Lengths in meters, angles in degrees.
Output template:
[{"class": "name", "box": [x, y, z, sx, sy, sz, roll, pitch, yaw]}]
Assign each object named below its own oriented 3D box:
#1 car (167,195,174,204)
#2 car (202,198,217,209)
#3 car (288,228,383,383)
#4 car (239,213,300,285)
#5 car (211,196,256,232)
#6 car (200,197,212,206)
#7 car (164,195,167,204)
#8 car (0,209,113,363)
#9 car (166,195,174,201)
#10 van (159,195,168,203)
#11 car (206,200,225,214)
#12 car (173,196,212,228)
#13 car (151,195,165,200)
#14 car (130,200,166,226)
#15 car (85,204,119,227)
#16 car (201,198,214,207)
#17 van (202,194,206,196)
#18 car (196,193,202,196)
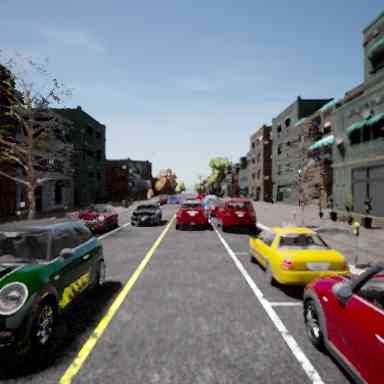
[{"class": "car", "box": [-3.267, 1.626, 64.066, 1.812, 1.442, 4.674, 0, 0, 0]}, {"class": "car", "box": [2.498, 1.614, 48.010, 1.887, 1.381, 4.507, -1, 0, 0]}, {"class": "car", "box": [2.678, 1.442, 3.623, 1.967, 1.590, 4.097, -1, 0, 0]}, {"class": "car", "box": [2.655, 1.536, 9.342, 1.752, 1.417, 4.829, -1, 0, 0]}, {"class": "car", "box": [2.608, 1.343, 20.268, 2.192, 1.841, 5.009, -1, 0, 0]}, {"class": "car", "box": [2.453, 1.668, 59.106, 1.802, 1.307, 4.206, -1, 0, 0]}, {"class": "car", "box": [-5.952, 1.423, 64.619, 2.192, 1.841, 5.009, -1, 0, 0]}, {"class": "car", "box": [-3.118, 1.367, 6.152, 2.097, 1.767, 4.553, 0, 0, 0]}, {"class": "car", "box": [-6.064, 1.588, 92.360, 1.967, 1.590, 4.097, -1, 0, 0]}, {"class": "van", "box": [-5.975, 1.457, 70.167, 1.690, 1.788, 3.998, -1, 0, 0]}, {"class": "car", "box": [2.544, 1.635, 36.913, 1.802, 1.307, 4.206, -1, 0, 0]}, {"class": "car", "box": [0.015, 1.388, 22.387, 2.097, 1.767, 4.553, 0, 0, 0]}, {"class": "car", "box": [-5.905, 1.642, 53.522, 2.008, 1.369, 4.403, -1, 0, 0]}, {"class": "car", "box": [-3.154, 1.549, 23.852, 1.837, 1.490, 4.892, 0, -1, 0]}, {"class": "car", "box": [-5.770, 1.481, 20.232, 1.967, 1.590, 4.097, -1, 0, 0]}, {"class": "car", "box": [2.476, 1.660, 53.558, 1.802, 1.307, 4.206, -1, 0, 0]}, {"class": "van", "box": [2.518, 1.402, 42.462, 1.690, 1.788, 3.998, -1, 0, 0]}, {"class": "car", "box": [-0.074, 1.418, 43.712, 2.097, 1.767, 4.553, 0, 0, 0]}]
